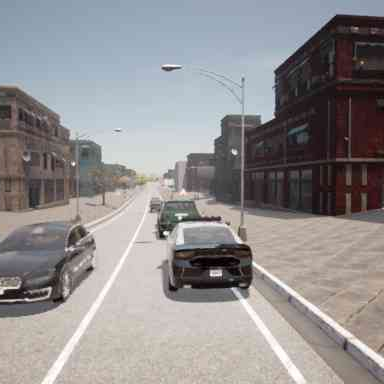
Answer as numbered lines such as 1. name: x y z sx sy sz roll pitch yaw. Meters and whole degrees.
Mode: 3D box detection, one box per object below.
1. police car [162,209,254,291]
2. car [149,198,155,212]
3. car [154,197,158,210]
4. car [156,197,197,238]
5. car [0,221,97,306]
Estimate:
1. police car: 0.244 1.478 9.348 1.930 1.638 5.238 0 -1 -5
2. car: -4.890 1.994 46.268 1.837 1.490 4.892 0 -1 -7
3. car: -1.544 1.620 25.256 2.150 2.045 5.566 0 -1 -7
4. car: -0.848 1.465 19.287 2.150 2.045 5.566 0 -1 -7
5. car: -3.648 1.554 8.322 1.837 1.490 4.892 0 -1 -5
